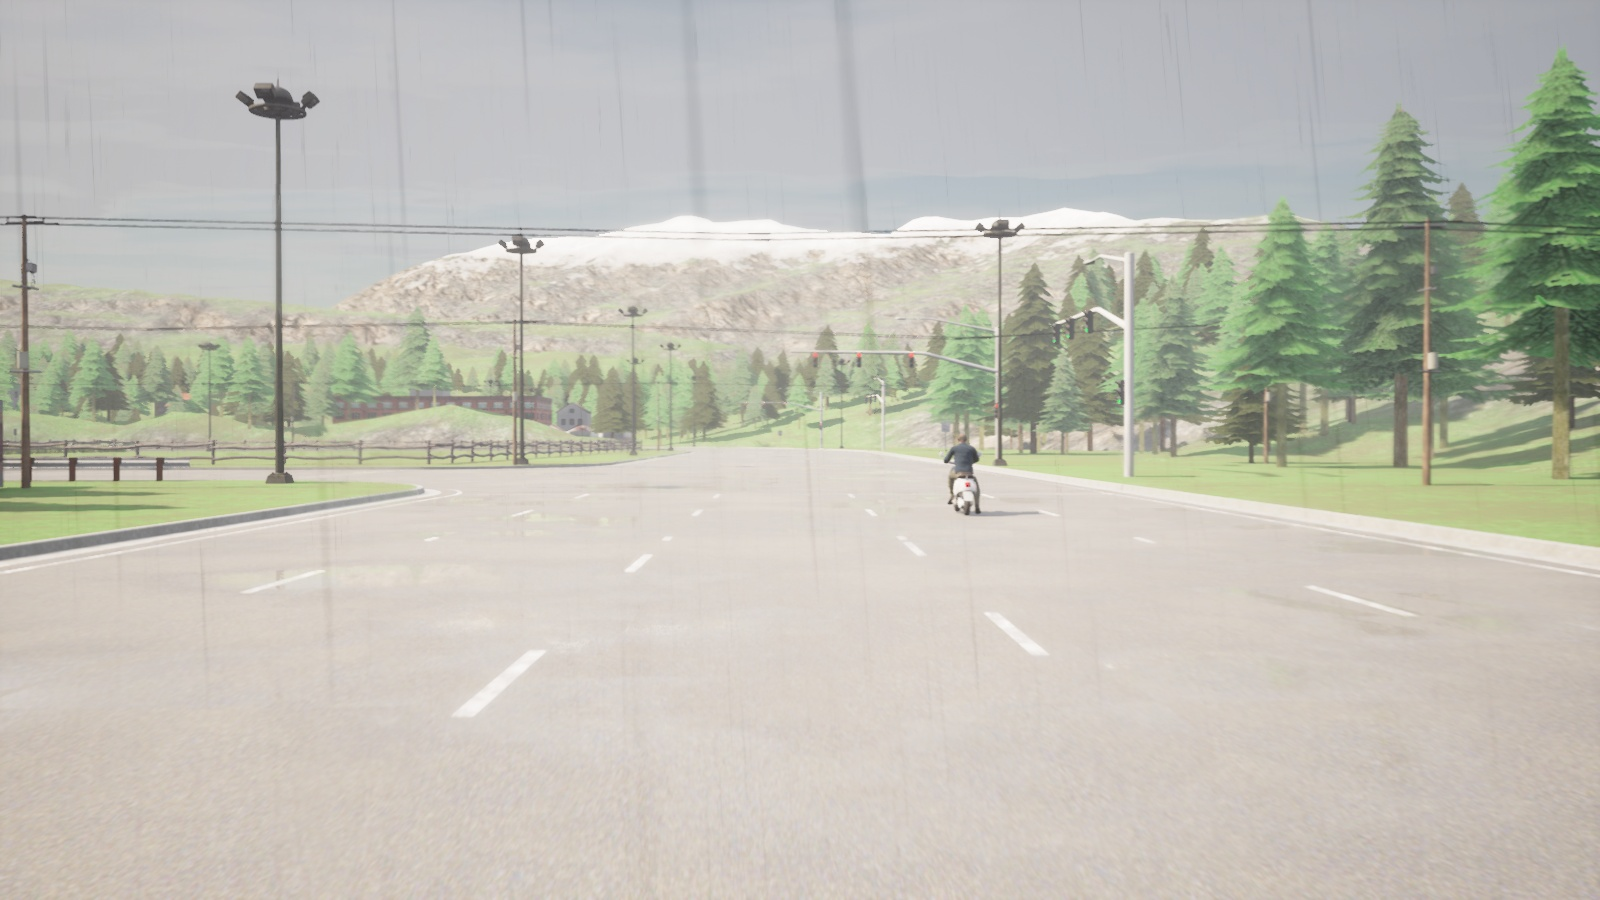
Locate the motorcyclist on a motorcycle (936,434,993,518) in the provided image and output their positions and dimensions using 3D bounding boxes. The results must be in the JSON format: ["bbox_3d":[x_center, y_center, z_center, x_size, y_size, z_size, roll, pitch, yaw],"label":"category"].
[{"bbox_3d":[3.207,0.477,24.659,0.866,1.590,1.817,0,1,-1],"label":"motorcyclist on a motorcycle"}]
